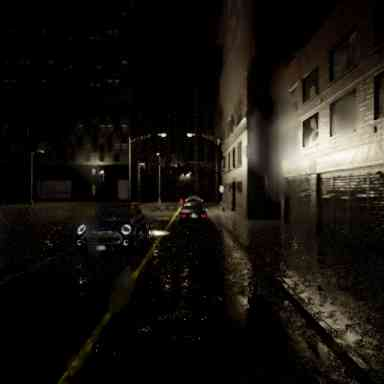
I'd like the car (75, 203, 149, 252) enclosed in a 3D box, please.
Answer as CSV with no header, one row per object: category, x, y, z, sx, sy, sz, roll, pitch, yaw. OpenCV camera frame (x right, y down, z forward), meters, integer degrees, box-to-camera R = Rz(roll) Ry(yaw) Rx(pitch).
car,-3.066,1.287,13.521,2.097,1.767,4.553,0,0,0

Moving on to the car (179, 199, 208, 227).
car,0.095,1.444,21.989,2.033,1.411,5.357,0,0,0

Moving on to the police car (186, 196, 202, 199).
police car,0.231,1.245,38.363,1.930,1.638,5.238,0,0,2
